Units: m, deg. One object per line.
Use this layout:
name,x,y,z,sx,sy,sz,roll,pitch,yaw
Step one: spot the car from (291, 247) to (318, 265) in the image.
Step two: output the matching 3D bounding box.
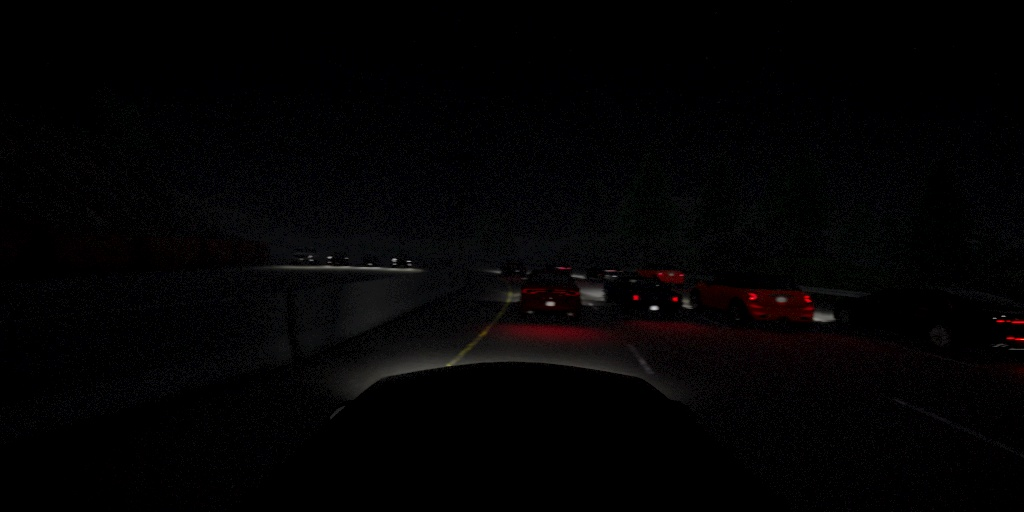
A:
car,-23.607,-0.044,41.012,2.150,2.045,5.566,2,0,-22

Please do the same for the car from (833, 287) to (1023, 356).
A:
car,11.562,1.616,10.048,1.837,1.490,4.892,2,0,6

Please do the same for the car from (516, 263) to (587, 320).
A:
car,1.331,1.222,12.801,1.882,1.535,5.008,2,0,5

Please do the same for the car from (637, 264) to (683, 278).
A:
car,11.490,1.375,28.380,2.097,1.767,4.553,2,0,-5

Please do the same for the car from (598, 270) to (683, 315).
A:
car,4.963,1.463,14.369,1.895,1.301,4.718,2,0,3

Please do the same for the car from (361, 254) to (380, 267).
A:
car,-16.726,0.529,42.470,2.033,1.411,5.357,2,0,-20

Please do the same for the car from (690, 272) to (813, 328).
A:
car,8.289,1.336,12.925,2.097,1.767,4.553,2,0,4

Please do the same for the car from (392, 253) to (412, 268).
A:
car,-12.914,0.466,41.988,2.097,1.767,4.553,2,0,-18

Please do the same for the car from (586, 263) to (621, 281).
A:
car,7.734,1.375,30.581,2.128,1.511,4.902,2,0,-7

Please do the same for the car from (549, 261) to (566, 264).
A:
car,3.913,1.233,32.516,2.128,1.511,4.902,2,0,-9

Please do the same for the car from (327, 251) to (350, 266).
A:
car,-20.304,0.208,42.129,2.097,1.767,4.553,2,0,-22

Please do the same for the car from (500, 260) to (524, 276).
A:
car,0.029,1.090,34.428,2.128,1.511,4.902,2,0,-11
